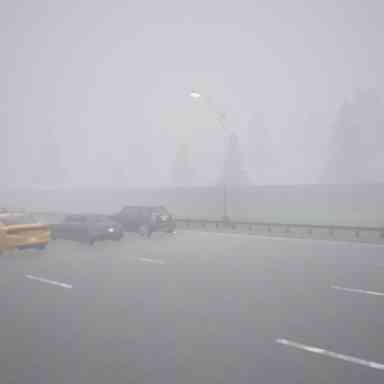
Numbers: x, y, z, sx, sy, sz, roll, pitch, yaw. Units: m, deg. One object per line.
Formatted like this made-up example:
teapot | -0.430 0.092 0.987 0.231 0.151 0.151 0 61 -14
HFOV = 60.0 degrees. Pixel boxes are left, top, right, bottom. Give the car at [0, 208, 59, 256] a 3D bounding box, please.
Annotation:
car | -7.923 1.637 13.861 5.008 1.535 1.882 0 0 36

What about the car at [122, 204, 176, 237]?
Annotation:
car | -3.189 1.501 19.073 4.553 1.767 2.097 -1 -1 36

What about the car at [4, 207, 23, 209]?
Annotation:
car | -15.263 1.915 27.677 4.718 1.301 1.895 -1 0 36

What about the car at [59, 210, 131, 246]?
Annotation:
car | -5.294 1.716 16.278 4.181 1.385 1.994 -1 0 36
